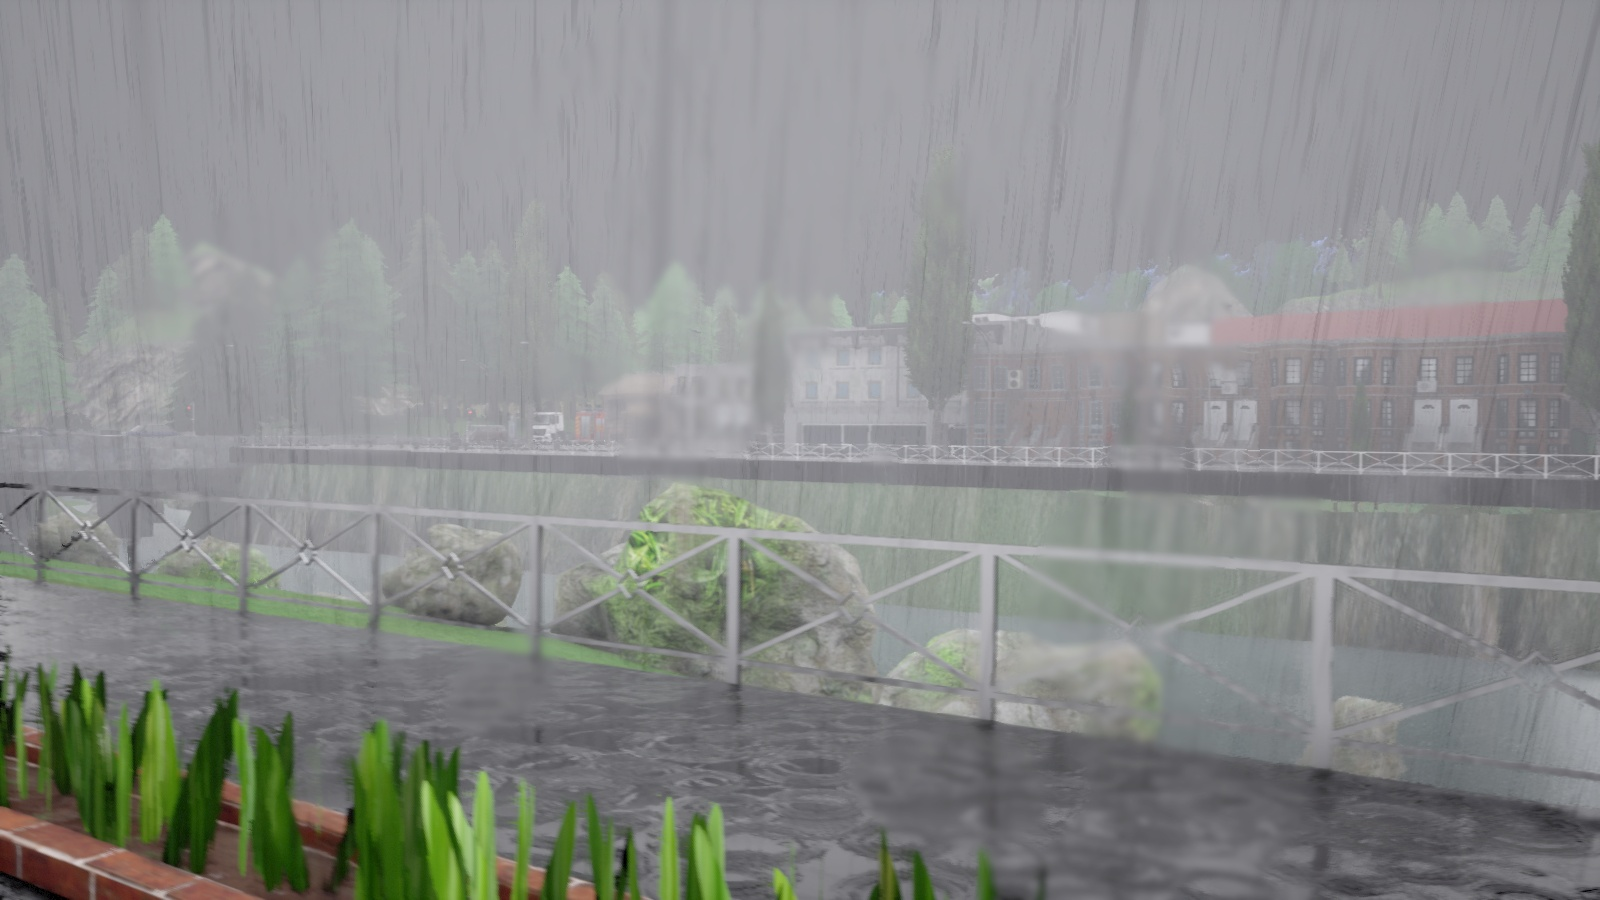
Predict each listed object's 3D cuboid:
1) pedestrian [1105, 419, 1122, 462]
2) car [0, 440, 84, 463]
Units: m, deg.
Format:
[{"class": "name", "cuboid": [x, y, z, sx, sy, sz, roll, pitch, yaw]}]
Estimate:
[{"class": "pedestrian", "cuboid": [13.649, -0.428, 54.600, 0.636, 1.846, 0.331, 0, 1, 34]}, {"class": "car", "cuboid": [-50.464, 0.108, 82.703, 2.033, 1.411, 5.357, 0, 1, 34]}]
